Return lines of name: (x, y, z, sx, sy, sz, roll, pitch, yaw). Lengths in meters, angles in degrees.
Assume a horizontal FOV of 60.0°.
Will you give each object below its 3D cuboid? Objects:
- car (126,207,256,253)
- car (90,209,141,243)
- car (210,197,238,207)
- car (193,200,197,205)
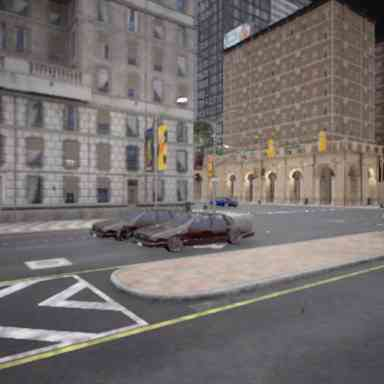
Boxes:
car: (0.249, 1.556, 13.891, 5.357, 1.411, 2.033, 0, 0, -35)
car: (-2.181, 1.554, 16.464, 5.357, 1.411, 2.033, 0, 0, -35)
car: (4.686, 1.510, 48.872, 1.882, 1.535, 5.008, 0, 0, -35)
car: (-1.018, 1.556, 56.939, 1.812, 1.442, 4.674, 0, 0, -35)
